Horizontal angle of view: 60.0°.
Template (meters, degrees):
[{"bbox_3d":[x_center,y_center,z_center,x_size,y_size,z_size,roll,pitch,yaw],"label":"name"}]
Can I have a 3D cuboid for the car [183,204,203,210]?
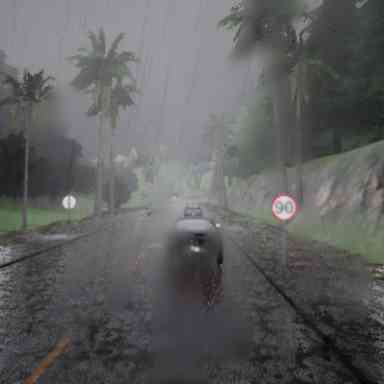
[{"bbox_3d":[0.116,2.004,34.154,2.128,1.511,4.902,0,-1,0],"label":"car"}]

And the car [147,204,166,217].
[{"bbox_3d":[-4.076,2.131,38.927,2.033,1.411,5.357,0,-1,0],"label":"car"}]

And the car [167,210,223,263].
[{"bbox_3d":[0.105,1.672,12.851,1.882,1.535,5.008,0,-1,0],"label":"car"}]
